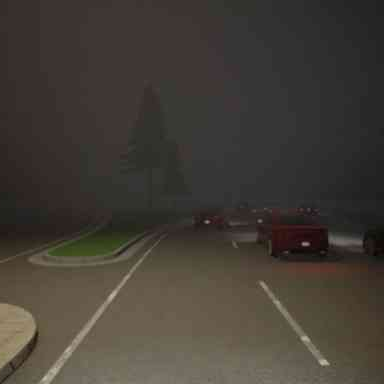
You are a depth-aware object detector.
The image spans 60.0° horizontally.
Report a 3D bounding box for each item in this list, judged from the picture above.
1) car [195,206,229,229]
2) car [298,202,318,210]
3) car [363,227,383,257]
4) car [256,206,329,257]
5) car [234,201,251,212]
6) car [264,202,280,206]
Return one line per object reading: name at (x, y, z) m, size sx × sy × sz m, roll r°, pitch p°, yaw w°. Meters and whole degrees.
car at (1.374, 1.630, 22.228) m, size 1.812 × 1.442 × 4.674 m, roll 0°, pitch 0°, yaw 12°
car at (11.465, 1.703, 33.024) m, size 2.033 × 1.411 × 5.357 m, roll 0°, pitch 0°, yaw 17°
car at (7.164, 1.541, 10.293) m, size 2.128 × 1.511 × 4.902 m, roll 0°, pitch 0°, yaw 1°
car at (3.774, 1.540, 13.239) m, size 1.882 × 1.535 × 5.008 m, roll 0°, pitch 0°, yaw 2°
car at (6.233, 1.757, 41.065) m, size 1.994 × 1.385 × 4.181 m, roll 0°, pitch 0°, yaw 11°
car at (8.844, 1.773, 36.552) m, size 1.895 × 1.301 × 4.718 m, roll 0°, pitch 0°, yaw 16°
